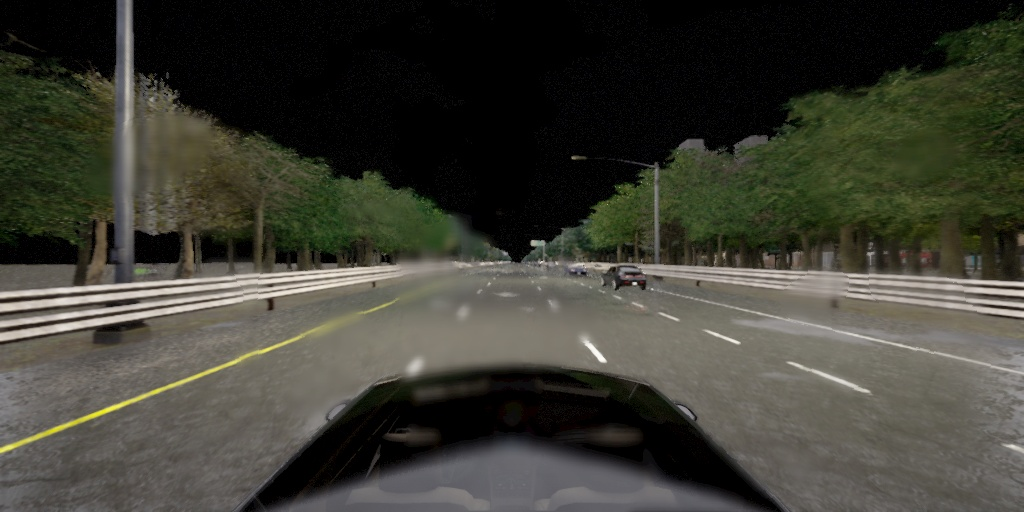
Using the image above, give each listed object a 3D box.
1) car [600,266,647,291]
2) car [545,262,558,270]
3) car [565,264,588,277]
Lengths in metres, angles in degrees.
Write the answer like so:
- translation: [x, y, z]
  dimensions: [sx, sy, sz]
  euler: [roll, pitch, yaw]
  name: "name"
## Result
- translation: [7.014, 1.343, 22.908]
  dimensions: [1.837, 1.490, 4.892]
  euler: [0, 0, 0]
  name: "car"
- translation: [7.186, 1.843, 64.859]
  dimensions: [2.128, 1.511, 4.902]
  euler: [0, -1, 0]
  name: "car"
- translation: [7.060, 1.592, 40.067]
  dimensions: [1.895, 1.301, 4.718]
  euler: [0, -1, 0]
  name: "car"
